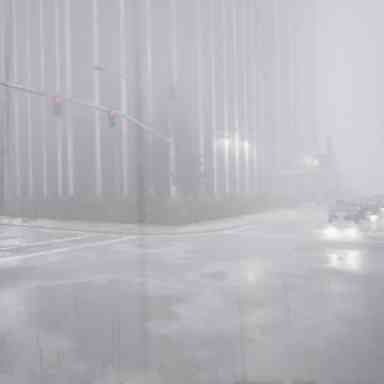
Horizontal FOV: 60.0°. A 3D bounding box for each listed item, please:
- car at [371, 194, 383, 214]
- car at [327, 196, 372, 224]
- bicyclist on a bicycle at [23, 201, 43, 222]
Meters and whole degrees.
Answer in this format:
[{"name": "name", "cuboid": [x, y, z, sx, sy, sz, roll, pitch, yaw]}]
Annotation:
[{"name": "car", "cuboid": [15.903, 1.116, 30.460, 1.882, 1.535, 5.008, -1, 0, 34]}, {"name": "car", "cuboid": [10.585, 1.249, 22.616, 2.128, 1.511, 4.902, -1, 0, 34]}, {"name": "bicyclist on a bicycle", "cuboid": [-12.795, 1.548, 26.735, 0.582, 1.620, 1.656, -1, 0, 35]}]
